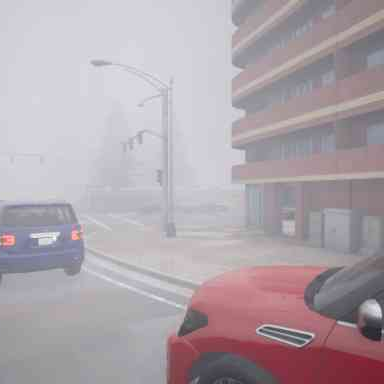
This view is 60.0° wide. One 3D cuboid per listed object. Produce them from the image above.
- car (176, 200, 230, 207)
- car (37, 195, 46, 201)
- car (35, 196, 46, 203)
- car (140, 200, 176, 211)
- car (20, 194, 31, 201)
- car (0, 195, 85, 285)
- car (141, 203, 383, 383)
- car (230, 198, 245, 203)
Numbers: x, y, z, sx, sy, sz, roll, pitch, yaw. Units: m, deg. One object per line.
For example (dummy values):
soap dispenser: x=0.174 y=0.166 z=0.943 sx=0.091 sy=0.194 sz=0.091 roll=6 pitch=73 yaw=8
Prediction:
car: x=1.115 y=1.656 z=34.215 sx=4.718 sy=1.301 sz=1.895 roll=0 pitch=0 yaw=-23
car: x=-37.309 y=1.478 z=82.452 sx=1.882 sy=1.535 sz=5.008 roll=0 pitch=0 yaw=-23
car: x=-33.275 y=1.540 z=72.982 sx=2.033 sy=1.411 sz=5.357 roll=0 pitch=0 yaw=-23
car: x=-3.344 y=1.581 z=36.126 sx=4.674 sy=1.442 sz=1.812 roll=0 pitch=0 yaw=-23
car: x=-40.482 y=1.355 z=80.970 sx=2.097 sy=1.767 sz=4.553 roll=0 pitch=0 yaw=-23
car: x=-4.917 y=1.221 z=9.767 sx=2.150 sy=2.045 sz=5.566 roll=0 pitch=0 yaw=-36
car: x=2.392 y=1.221 z=2.420 sx=5.566 sy=2.045 sz=2.150 roll=0 pitch=0 yaw=36
car: x=5.178 y=1.533 z=39.703 sx=5.008 sy=1.535 sz=1.882 roll=0 pitch=0 yaw=-23
